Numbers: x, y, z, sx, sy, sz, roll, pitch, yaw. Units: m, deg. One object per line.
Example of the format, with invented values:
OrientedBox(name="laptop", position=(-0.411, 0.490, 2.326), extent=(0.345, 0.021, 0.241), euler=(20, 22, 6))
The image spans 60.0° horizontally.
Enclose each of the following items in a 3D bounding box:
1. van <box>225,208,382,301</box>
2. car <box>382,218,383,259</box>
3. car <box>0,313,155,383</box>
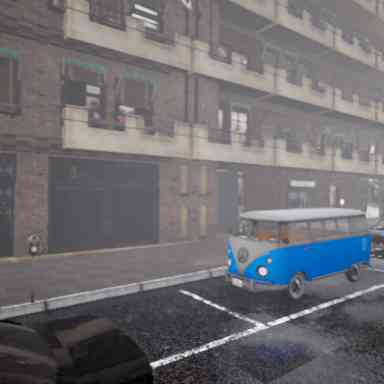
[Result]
OrientedBox(name="van", position=(2.638, 1.305, 7.971), extent=(3.998, 1.788, 1.690), euler=(0, 1, -36))
OrientedBox(name="car", position=(7.163, 1.491, 11.213), extent=(4.403, 1.369, 2.008), euler=(0, 1, -36))
OrientedBox(name="car", position=(-2.500, 1.486, 1.285), extent=(5.008, 1.535, 1.882), euler=(0, 0, -36))
